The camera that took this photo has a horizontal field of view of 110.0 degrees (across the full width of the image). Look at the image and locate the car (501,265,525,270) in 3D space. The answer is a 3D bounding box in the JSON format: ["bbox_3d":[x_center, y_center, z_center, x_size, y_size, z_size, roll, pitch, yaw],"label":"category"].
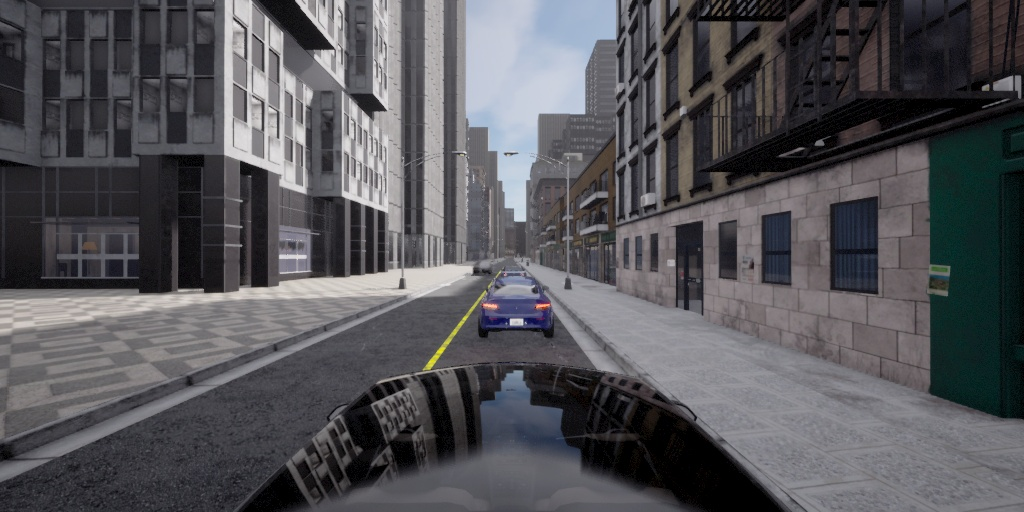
[{"bbox_3d":[0.092,1.372,27.879,1.895,1.301,4.718,0,0,-1],"label":"car"}]

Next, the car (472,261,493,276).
[{"bbox_3d":[-3.113,1.262,38.332,1.882,1.535,5.008,0,0,0],"label":"car"}]

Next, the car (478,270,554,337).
[{"bbox_3d":[0.096,1.279,10.134,1.812,1.442,4.674,0,0,0],"label":"car"}]
